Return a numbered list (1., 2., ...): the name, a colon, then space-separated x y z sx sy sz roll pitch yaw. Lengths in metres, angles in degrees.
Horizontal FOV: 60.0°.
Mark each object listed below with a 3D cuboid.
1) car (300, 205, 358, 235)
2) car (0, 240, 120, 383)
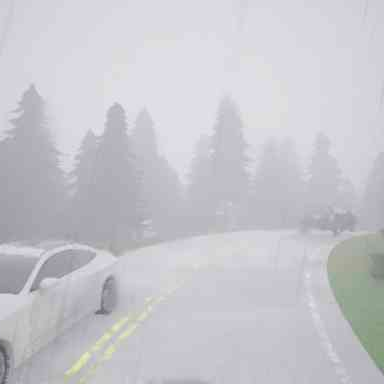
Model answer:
1. car: 8.238 1.564 19.855 2.097 1.767 4.553 -3 -4 41
2. car: -2.639 1.531 5.065 1.812 1.442 4.674 0 -1 11
